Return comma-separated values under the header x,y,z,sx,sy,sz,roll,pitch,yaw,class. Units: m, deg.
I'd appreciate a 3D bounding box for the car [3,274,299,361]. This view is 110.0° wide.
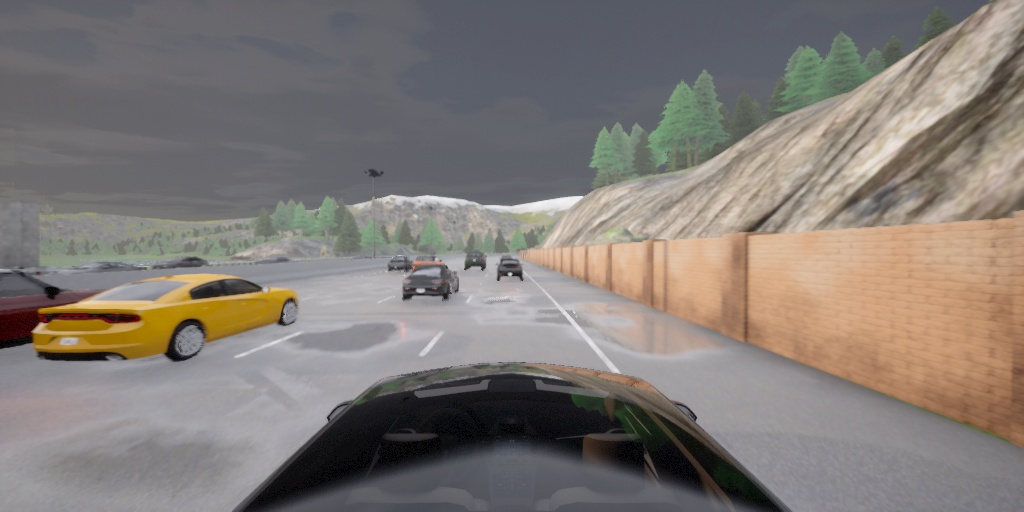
x,y,z,sx,sy,sz,roll,pitch,yaw,class
-6.925,1.144,8.073,1.882,1.535,5.008,0,1,0,car

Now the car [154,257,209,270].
x,y,z,sx,sy,sz,roll,pitch,yaw,class
-32.074,0.820,34.856,1.837,1.490,4.892,0,1,-1,car

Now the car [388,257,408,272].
x,y,z,sx,sy,sz,roll,pitch,yaw,class
-10.915,0.815,35.824,2.128,1.511,4.902,0,1,-2,car

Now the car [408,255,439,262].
x,y,z,sx,sy,sz,roll,pitch,yaw,class
-7.310,0.730,31.506,2.097,1.767,4.553,0,1,-1,car

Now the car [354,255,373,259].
x,y,z,sx,sy,sz,roll,pitch,yaw,class
-21.926,0.675,52.476,1.994,1.385,4.181,0,1,-3,car

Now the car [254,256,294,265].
x,y,z,sx,sy,sz,roll,pitch,yaw,class
-28.781,0.758,43.658,2.033,1.411,5.357,0,1,-1,car

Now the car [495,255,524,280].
x,y,z,sx,sy,sz,roll,pitch,yaw,class
-0.191,0.946,26.949,1.837,1.490,4.892,0,1,-1,car

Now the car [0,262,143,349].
x,y,z,sx,sy,sz,roll,pitch,yaw,class
-10.420,1.028,6.940,2.097,1.767,4.553,0,1,0,car

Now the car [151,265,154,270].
x,y,z,sx,sy,sz,roll,pitch,yaw,class
-24.762,1.050,21.530,1.994,1.385,4.181,0,1,-1,car

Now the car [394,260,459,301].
x,y,z,sx,sy,sz,roll,pitch,yaw,class
-3.478,1.100,15.825,1.812,1.442,4.674,0,1,-1,car

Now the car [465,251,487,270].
x,y,z,sx,sy,sz,roll,pitch,yaw,class
-4.015,0.499,40.054,2.150,2.045,5.566,0,1,-2,car
